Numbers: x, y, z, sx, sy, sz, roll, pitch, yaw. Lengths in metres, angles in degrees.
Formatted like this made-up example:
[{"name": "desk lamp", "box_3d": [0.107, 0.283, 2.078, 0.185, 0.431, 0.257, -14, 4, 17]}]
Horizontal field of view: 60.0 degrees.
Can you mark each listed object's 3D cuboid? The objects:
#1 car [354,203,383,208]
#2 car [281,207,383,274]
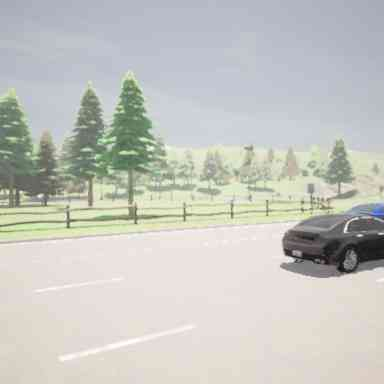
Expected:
[{"name": "car", "box_3d": [9.744, 1.319, 17.158, 5.008, 1.535, 1.882, -1, 0, -30]}, {"name": "car", "box_3d": [4.937, 1.414, 10.279, 4.892, 1.490, 1.837, 0, 0, -30]}]
